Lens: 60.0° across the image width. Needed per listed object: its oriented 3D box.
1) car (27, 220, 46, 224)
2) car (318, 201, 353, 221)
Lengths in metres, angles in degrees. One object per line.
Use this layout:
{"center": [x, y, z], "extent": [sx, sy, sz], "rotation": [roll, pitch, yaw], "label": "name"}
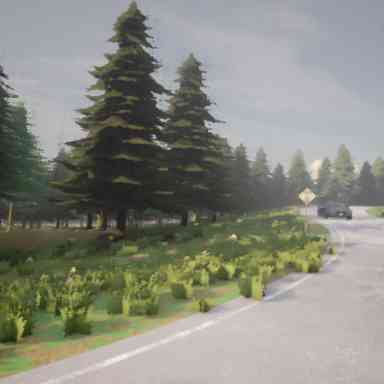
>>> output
{"center": [-38.428, 7.355, 82.323], "extent": [4.193, 1.474, 1.816], "rotation": [4, 2, -22], "label": "car"}
{"center": [11.474, 1.467, 26.795], "extent": [1.994, 1.385, 4.181], "rotation": [2, 1, 10], "label": "car"}
